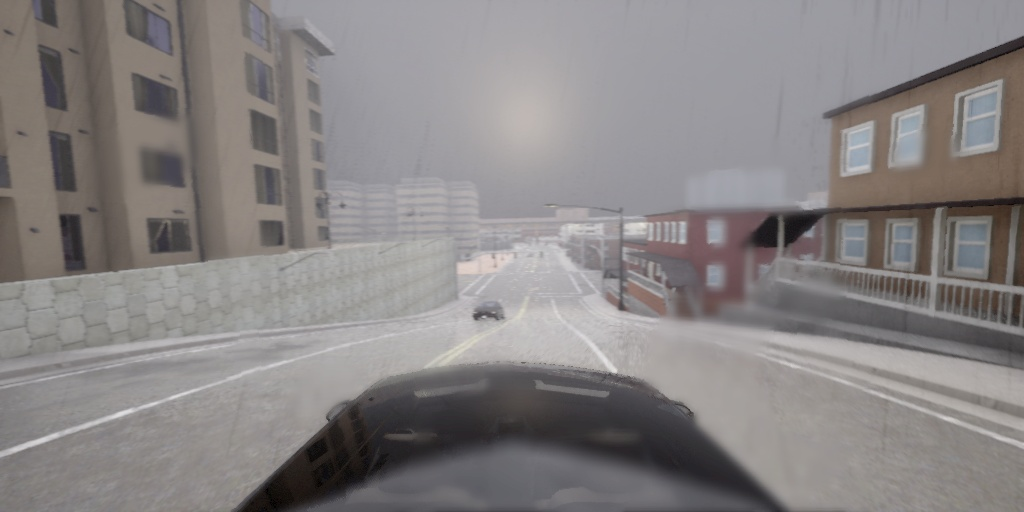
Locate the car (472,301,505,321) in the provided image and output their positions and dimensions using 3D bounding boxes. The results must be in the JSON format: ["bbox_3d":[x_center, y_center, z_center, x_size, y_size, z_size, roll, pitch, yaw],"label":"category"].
[{"bbox_3d":[-1.675,4.161,27.324,2.033,1.411,5.357,-1,-8,5],"label":"car"}]
